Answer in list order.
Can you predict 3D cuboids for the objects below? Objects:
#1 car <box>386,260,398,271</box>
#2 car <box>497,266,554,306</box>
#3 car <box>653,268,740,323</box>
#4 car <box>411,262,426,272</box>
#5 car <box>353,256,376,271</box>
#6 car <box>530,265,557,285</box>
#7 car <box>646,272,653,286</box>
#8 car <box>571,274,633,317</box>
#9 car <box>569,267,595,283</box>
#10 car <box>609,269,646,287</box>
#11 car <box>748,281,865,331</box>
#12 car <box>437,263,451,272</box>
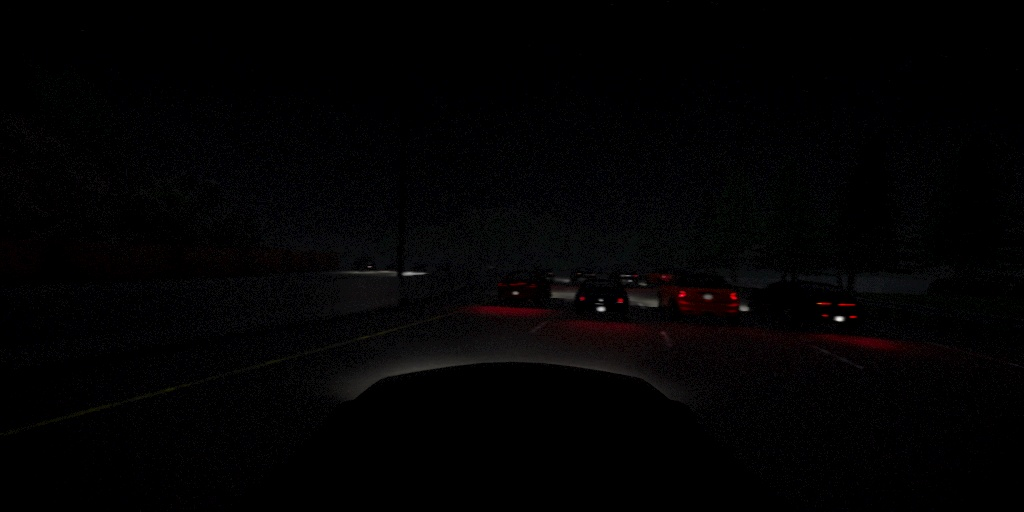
[{"bbox_3d":[-16.949,1.335,51.336,1.882,1.535,5.008,2,-1,-15],"label":"car"},{"bbox_3d":[0.733,1.426,17.431,1.882,1.535,5.008,1,0,14],"label":"car"},{"bbox_3d":[7.108,1.433,14.112,2.097,1.767,4.553,1,-1,14],"label":"car"},{"bbox_3d":[-13.030,1.550,50.148,1.895,1.301,4.718,2,-1,-14],"label":"car"},{"bbox_3d":[-19.748,0.971,48.272,2.150,2.045,5.566,2,-1,-13],"label":"car"},{"bbox_3d":[2.708,1.660,32.101,2.128,1.511,4.902,2,-1,2],"label":"car"},{"bbox_3d":[13.145,1.787,30.992,2.097,1.767,4.553,2,-1,3],"label":"car"},{"bbox_3d":[3.645,1.595,14.635,1.895,1.301,4.718,1,-1,14],"label":"car"},{"bbox_3d":[6.189,1.749,31.763,2.128,1.511,4.902,2,-1,2],"label":"car"},{"bbox_3d":[9.671,1.839,31.424,2.128,1.511,4.902,2,-1,2],"label":"car"},{"bbox_3d":[10.477,1.668,13.175,1.837,1.490,4.892,1,0,14],"label":"car"},{"bbox_3d":[-9.827,1.654,51.715,1.895,1.301,4.718,2,-1,-14],"label":"car"}]
